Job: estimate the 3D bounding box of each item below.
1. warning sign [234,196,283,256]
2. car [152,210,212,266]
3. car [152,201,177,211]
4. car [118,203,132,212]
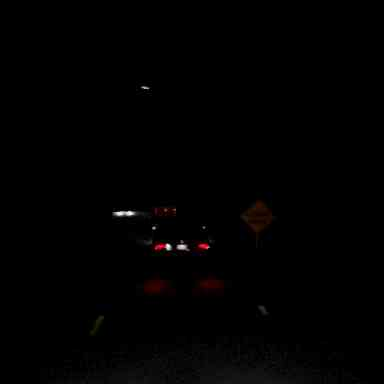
[{"bbox_3d":[2.284,1.141,11.599,1.300,1.860,1.060,3,3,-4],"label":"warning sign"},{"bbox_3d":[-0.434,1.582,11.684,2.033,1.411,5.357,0,0,-4],"label":"car"},{"bbox_3d":[-2.529,1.569,29.987,2.097,1.767,4.553,-1,-1,-9],"label":"car"},{"bbox_3d":[-10.252,2.302,50.667,1.895,1.301,4.718,-1,-1,-15],"label":"car"}]
